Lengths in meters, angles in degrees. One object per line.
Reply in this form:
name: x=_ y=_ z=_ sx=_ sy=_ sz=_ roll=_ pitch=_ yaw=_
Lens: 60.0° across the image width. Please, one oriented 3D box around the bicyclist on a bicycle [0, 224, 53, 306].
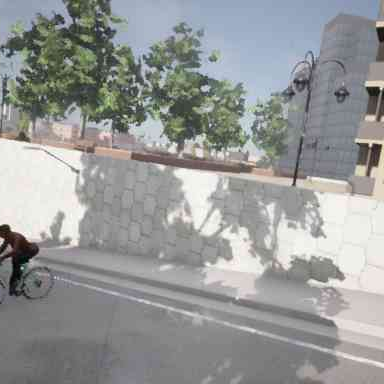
bicyclist on a bicycle: x=-3.455 y=1.423 z=6.442 sx=0.582 sy=1.620 sz=1.656 roll=1 pitch=2 yaw=37
